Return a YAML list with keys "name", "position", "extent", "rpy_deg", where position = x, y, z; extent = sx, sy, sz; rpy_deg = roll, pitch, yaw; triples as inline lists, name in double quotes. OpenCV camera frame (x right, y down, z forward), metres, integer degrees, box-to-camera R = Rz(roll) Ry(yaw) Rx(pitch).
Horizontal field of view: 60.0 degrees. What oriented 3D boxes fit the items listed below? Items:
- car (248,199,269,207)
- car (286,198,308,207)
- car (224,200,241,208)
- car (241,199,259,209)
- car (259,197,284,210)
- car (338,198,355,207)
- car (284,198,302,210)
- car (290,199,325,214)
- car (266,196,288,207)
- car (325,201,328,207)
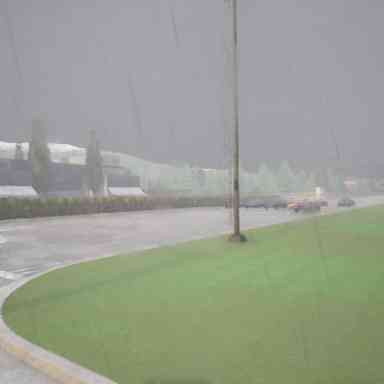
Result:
- name: "car"
  position: [12.067, 1.931, 60.081]
  extent: [1.895, 1.301, 4.718]
  rpy_deg: [-1, -1, 36]
- name: "car"
  position: [17.681, 1.730, 55.903]
  extent: [2.128, 1.511, 4.902]
  rpy_deg: [-1, -1, 36]
- name: "car"
  position: [6.896, 1.894, 52.970]
  extent: [1.994, 1.385, 4.181]
  rpy_deg: [-1, -1, 37]
- name: "car"
  position: [9.798, 1.848, 50.999]
  extent: [1.994, 1.385, 4.181]
  rpy_deg: [-1, -1, 37]
- name: "car"
  position: [12.191, 1.731, 48.365]
  extent: [2.128, 1.511, 4.902]
  rpy_deg: [-1, -1, 37]
- name: "car"
  position: [25.110, 1.693, 54.019]
  extent: [2.033, 1.411, 5.357]
  rpy_deg: [-1, -1, 36]
- name: "car"
  position: [14.985, 1.671, 46.261]
  extent: [1.882, 1.535, 5.008]
  rpy_deg: [-1, -1, 37]
- name: "car"
  position: [13.219, 1.749, 37.891]
  extent: [1.895, 1.301, 4.718]
  rpy_deg: [-1, -1, 36]
- name: "car"
  position: [14.845, 1.636, 57.958]
  extent: [2.097, 1.767, 4.553]
  rpy_deg: [-1, -1, 36]
- name: "car"
  position: [20.516, 1.794, 53.849]
  extent: [1.895, 1.301, 4.718]
  rpy_deg: [-1, -1, 36]
